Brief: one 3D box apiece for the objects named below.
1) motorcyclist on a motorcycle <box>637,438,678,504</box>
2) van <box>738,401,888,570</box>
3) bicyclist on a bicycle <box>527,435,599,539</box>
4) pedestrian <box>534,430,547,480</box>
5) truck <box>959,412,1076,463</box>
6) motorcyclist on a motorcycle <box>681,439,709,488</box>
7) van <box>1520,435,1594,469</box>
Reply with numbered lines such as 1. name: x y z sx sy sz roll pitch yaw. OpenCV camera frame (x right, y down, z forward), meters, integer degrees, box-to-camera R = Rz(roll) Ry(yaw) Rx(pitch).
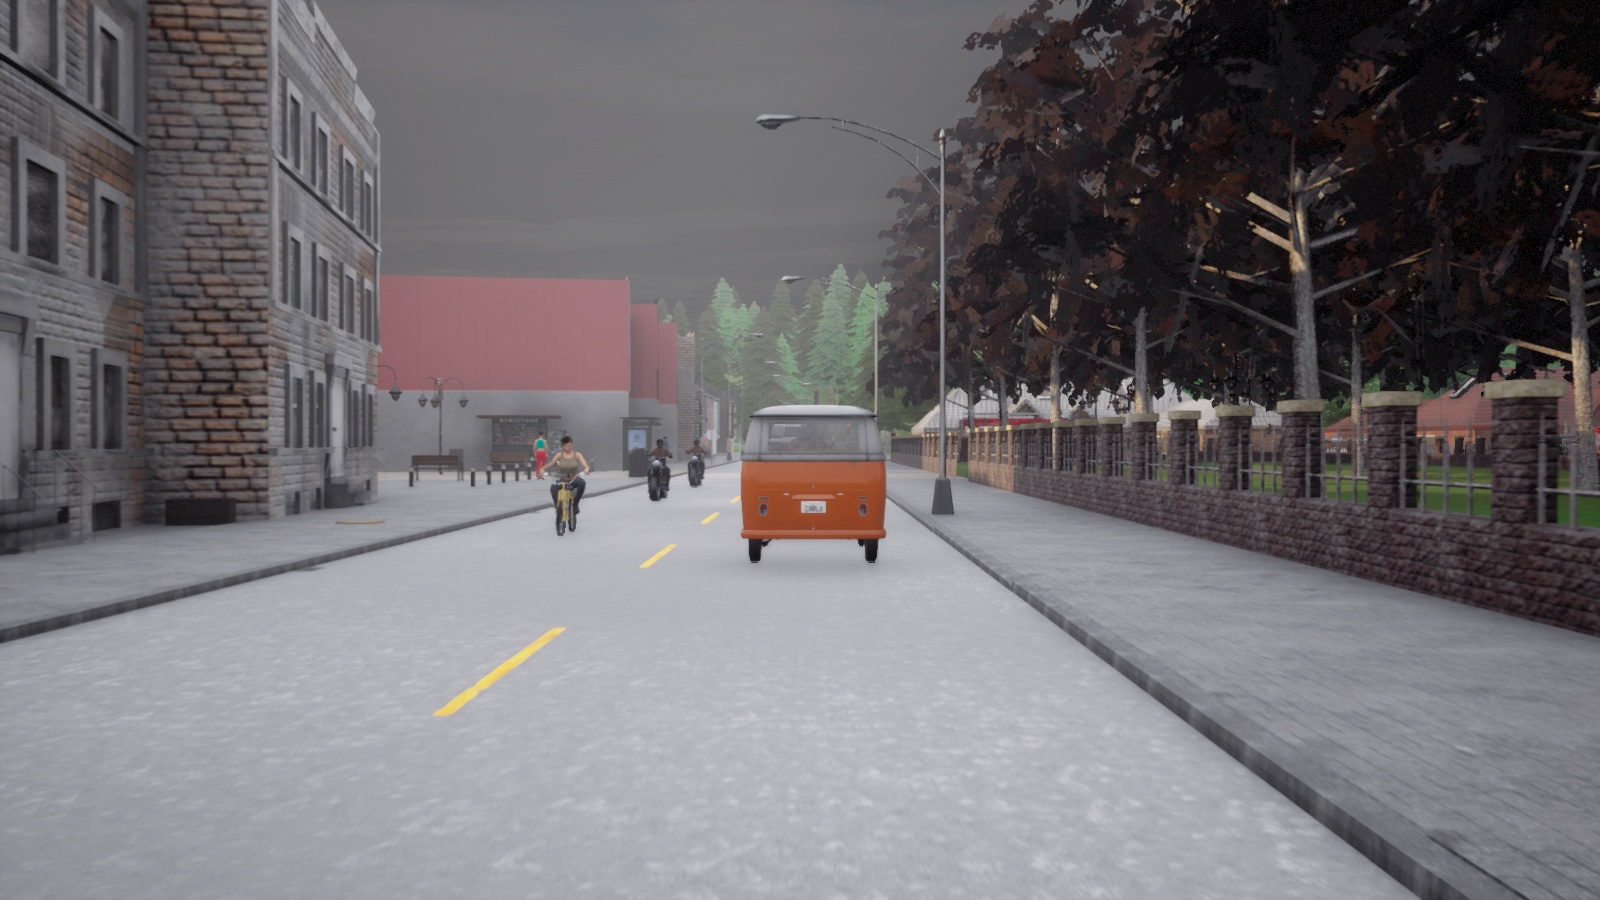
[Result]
1. motorcyclist on a motorcycle: -3.690 0.510 32.638 0.766 1.649 2.350 0 0 1
2. van: 0.173 0.403 17.021 1.775 1.987 4.442 0 0 1
3. bicyclist on a bicycle: -3.804 0.566 20.258 0.866 1.612 1.509 0 0 0
4. pedestrian: -9.722 0.183 47.000 0.345 1.836 0.594 0 0 1
5. truck: 16.687 -0.949 96.622 8.468 3.827 2.891 0 0 -1
6. motorcyclist on a motorcycle: -3.591 0.451 43.127 0.766 1.649 2.350 0 0 1
7. van: 46.016 0.105 76.471 1.775 1.987 4.442 0 0 -1
